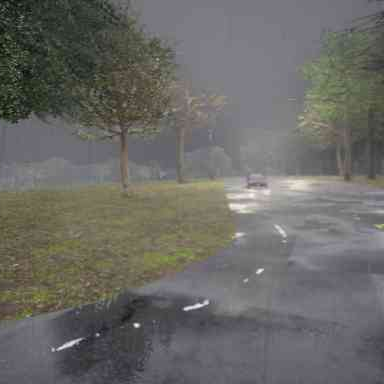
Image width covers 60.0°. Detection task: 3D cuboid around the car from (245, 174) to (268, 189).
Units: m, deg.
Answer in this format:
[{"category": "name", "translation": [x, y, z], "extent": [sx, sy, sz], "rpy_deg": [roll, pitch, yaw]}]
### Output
[{"category": "car", "translation": [6.500, -1.131, 33.866], "extent": [1.812, 1.442, 4.674], "rpy_deg": [-2, 4, 5]}]
